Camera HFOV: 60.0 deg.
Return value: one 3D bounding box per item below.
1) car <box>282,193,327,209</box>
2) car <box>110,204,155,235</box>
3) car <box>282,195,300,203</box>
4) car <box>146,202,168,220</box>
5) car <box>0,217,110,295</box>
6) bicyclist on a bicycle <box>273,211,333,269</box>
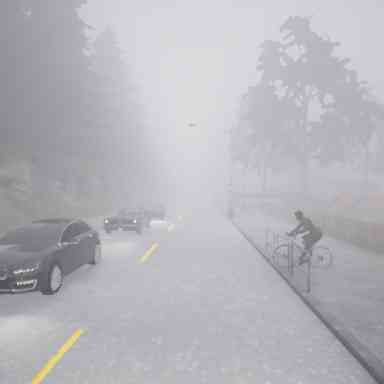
[{"bbox_3d":[14.280,1.137,42.470,5.566,2.045,2.150,0,0,2],"label":"car"},{"bbox_3d":[-3.515,1.561,18.871,1.895,1.301,4.718,0,0,2],"label":"car"},{"bbox_3d":[17.702,1.180,59.566,1.994,1.381,4.181,0,0,2],"label":"car"},{"bbox_3d":[-3.144,1.507,27.449,1.994,1.385,4.181,0,0,2],"label":"car"},{"bbox_3d":[-3.851,1.487,8.818,1.837,1.490,4.892,0,0,2],"label":"car"},{"bbox_3d":[3.099,1.354,9.236,1.656,1.620,0.582,3,0,2],"label":"bicyclist on a bicycle"}]
